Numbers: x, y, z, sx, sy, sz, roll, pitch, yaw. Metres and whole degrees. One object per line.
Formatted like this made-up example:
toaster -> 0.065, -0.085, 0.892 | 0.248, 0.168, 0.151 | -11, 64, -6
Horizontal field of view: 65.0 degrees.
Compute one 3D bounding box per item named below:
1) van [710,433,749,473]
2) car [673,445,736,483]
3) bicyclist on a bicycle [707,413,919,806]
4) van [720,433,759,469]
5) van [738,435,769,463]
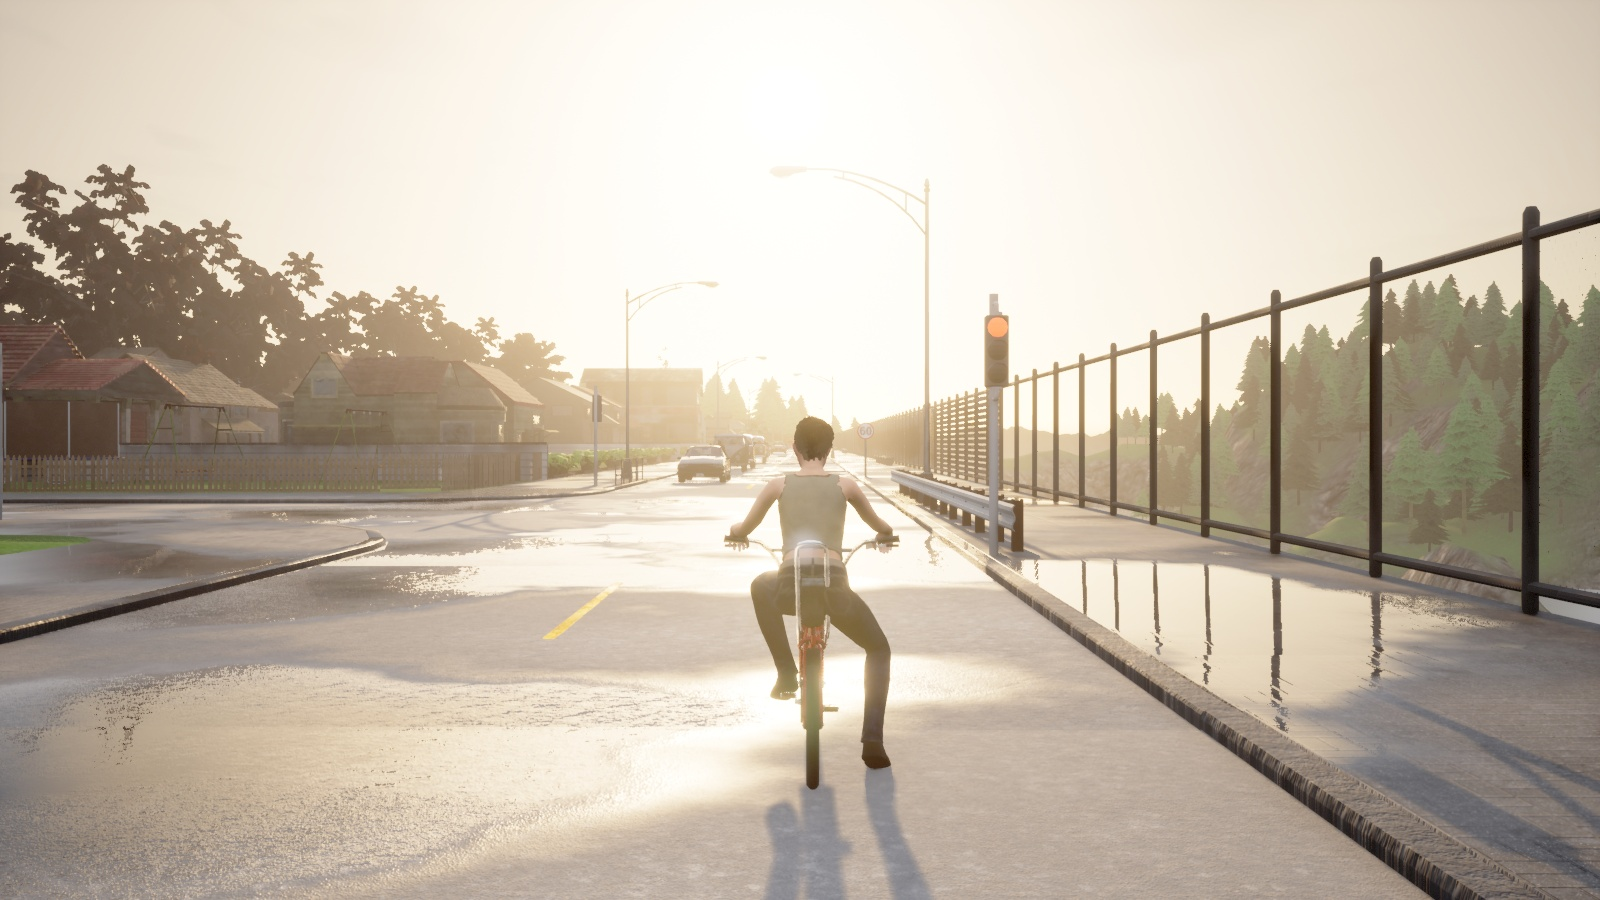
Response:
van -> -3.597, 0.131, 64.813 | 1.775, 1.987, 4.442 | 0, 0, 0
car -> -3.690, 0.513, 49.200 | 2.033, 1.411, 5.357 | 0, 0, 0
bicyclist on a bicycle -> 0.056, 0.650, 5.898 | 0.866, 1.612, 1.509 | 0, 0, 0
van -> -3.543, 0.049, 73.999 | 2.069, 2.038, 4.480 | 0, 0, 0
van -> -3.433, -0.061, 93.562 | 2.069, 2.038, 4.480 | 0, 0, 0
